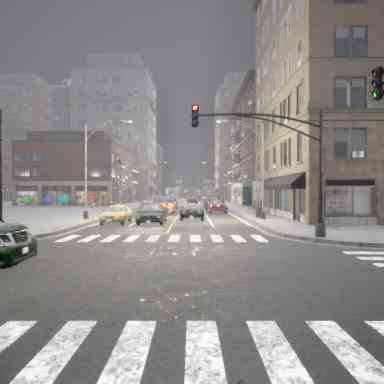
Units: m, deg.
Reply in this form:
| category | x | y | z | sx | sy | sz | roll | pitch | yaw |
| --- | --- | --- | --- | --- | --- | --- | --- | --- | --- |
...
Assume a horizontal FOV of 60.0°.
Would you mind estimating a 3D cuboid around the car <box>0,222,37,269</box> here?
| category | x | y | z | sx | sy | sz | roll | pitch | yaw |
| --- | --- | --- | --- | --- | --- | --- | --- | --- | --- |
| car | -7.194 | 1.197 | 8.871 | 5.566 | 2.045 | 2.150 | 0 | 0 | 0 |

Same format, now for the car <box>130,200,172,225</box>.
| category | x | y | z | sx | sy | sz | roll | pitch | yaw |
| --- | --- | --- | --- | --- | --- | --- | --- | --- | --- |
| car | -2.841 | 1.548 | 24.166 | 2.033 | 1.411 | 5.357 | 0 | 0 | 0 |

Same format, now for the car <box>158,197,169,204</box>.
| category | x | y | z | sx | sy | sz | roll | pitch | yaw |
| --- | --- | --- | --- | --- | --- | --- | --- | --- | --- |
| car | -5.367 | 1.586 | 63.687 | 1.802 | 1.307 | 4.206 | 0 | 0 | 0 |

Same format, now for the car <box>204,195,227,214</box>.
| category | x | y | z | sx | sy | sz | roll | pitch | yaw |
| --- | --- | --- | --- | --- | --- | --- | --- | --- | --- |
| car | 2.648 | 1.441 | 35.374 | 1.967 | 1.590 | 4.097 | 0 | 0 | 0 |

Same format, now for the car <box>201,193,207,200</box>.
| category | x | y | z | sx | sy | sz | roll | pitch | yaw |
| --- | --- | --- | --- | --- | --- | --- | --- | --- | --- |
| car | 2.650 | 1.317 | 41.036 | 2.192 | 1.841 | 5.009 | 0 | 0 | 0 |

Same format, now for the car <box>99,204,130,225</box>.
| category | x | y | z | sx | sy | sz | roll | pitch | yaw |
| --- | --- | --- | --- | --- | --- | --- | --- | --- | --- |
| car | -5.381 | 1.526 | 23.883 | 1.752 | 1.417 | 4.829 | 0 | 0 | 0 |

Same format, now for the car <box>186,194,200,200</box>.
| category | x | y | z | sx | sy | sz | roll | pitch | yaw |
| --- | --- | --- | --- | --- | --- | --- | --- | --- | --- |
| car | 0.026 | 1.510 | 54.915 | 1.837 | 1.490 | 4.892 | 0 | 0 | 0 |

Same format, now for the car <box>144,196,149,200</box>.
| category | x | y | z | sx | sy | sz | roll | pitch | yaw |
| --- | --- | --- | --- | --- | --- | --- | --- | --- | --- |
| car | -5.375 | 1.552 | 41.039 | 2.008 | 1.369 | 4.403 | 0 | 0 | 0 |

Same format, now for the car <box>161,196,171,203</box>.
| category | x | y | z | sx | sy | sz | roll | pitch | yaw |
| --- | --- | --- | --- | --- | --- | --- | --- | --- | --- |
| car | -5.365 | 1.530 | 69.179 | 1.752 | 1.417 | 4.829 | 0 | 0 | 0 |

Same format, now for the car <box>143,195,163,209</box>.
| category | x | y | z | sx | sy | sz | roll | pitch | yaw |
| --- | --- | --- | --- | --- | --- | --- | --- | --- | --- |
| car | -5.373 | 1.317 | 46.701 | 2.192 | 1.841 | 5.009 | 0 | 0 | 0 |

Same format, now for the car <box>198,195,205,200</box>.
| category | x | y | z | sx | sy | sz | roll | pitch | yaw |
| --- | --- | --- | --- | --- | --- | --- | --- | --- | --- |
| car | 2.668 | 1.575 | 91.993 | 1.947 | 1.339 | 4.313 | 0 | 0 | 0 |

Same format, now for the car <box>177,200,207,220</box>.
| category | x | y | z | sx | sy | sz | roll | pitch | yaw |
| --- | --- | --- | --- | --- | --- | --- | --- | --- | --- |
| car | 0.026 | 1.601 | 27.778 | 1.895 | 1.301 | 4.718 | 0 | 0 | 1 |

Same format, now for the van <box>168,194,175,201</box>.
| category | x | y | z | sx | sy | sz | roll | pitch | yaw |
| --- | --- | --- | --- | --- | --- | --- | --- | --- | --- |
| van | -5.359 | 1.349 | 86.334 | 1.690 | 1.788 | 3.998 | 0 | 0 | 0 |

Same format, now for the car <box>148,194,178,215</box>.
| category | x | y | z | sx | sy | sz | roll | pitch | yaw |
| --- | --- | --- | --- | --- | --- | --- | --- | --- | --- |
| car | -2.841 | 1.353 | 33.814 | 2.097 | 1.767 | 4.553 | 0 | 0 | 0 |

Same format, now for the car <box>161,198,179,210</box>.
| category | x | y | z | sx | sy | sz | roll | pitch | yaw |
| --- | --- | --- | --- | --- | --- | --- | --- | --- | --- |
| car | -2.831 | 1.550 | 44.222 | 2.033 | 1.411 | 5.357 | 0 | 0 | 0 |

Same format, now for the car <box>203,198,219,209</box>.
| category | x | y | z | sx | sy | sz | roll | pitch | yaw |
| --- | --- | --- | --- | --- | --- | --- | --- | --- | --- |
| car | 2.652 | 1.568 | 46.698 | 1.947 | 1.339 | 4.313 | 0 | 0 | 0 |

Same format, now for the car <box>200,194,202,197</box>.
| category | x | y | z | sx | sy | sz | roll | pitch | yaw |
| --- | --- | --- | --- | --- | --- | --- | --- | --- | --- |
| car | 2.660 | 1.555 | 69.346 | 2.008 | 1.369 | 4.403 | 0 | 0 | 0 |
